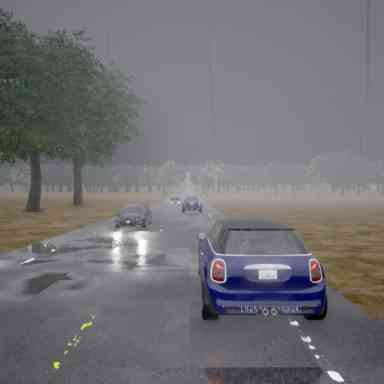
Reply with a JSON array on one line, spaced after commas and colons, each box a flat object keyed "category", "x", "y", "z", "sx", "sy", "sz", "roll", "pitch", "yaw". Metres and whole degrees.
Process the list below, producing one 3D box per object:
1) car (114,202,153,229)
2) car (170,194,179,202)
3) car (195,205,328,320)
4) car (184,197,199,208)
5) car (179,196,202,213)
[{"category": "car", "x": -3.643, "y": 1.464, "z": 21.377, "sx": 1.837, "sy": 1.490, "sz": 4.892, "roll": 0, "pitch": 0, "yaw": 0}, {"category": "car", "x": -3.649, "y": 1.298, "z": 73.037, "sx": 1.882, "sy": 1.535, "sz": 5.008, "roll": 0, "pitch": 0, "yaw": 0}, {"category": "car", "x": 1.210, "y": 1.339, "z": 7.450, "sx": 2.097, "sy": 1.767, "sz": 4.553, "roll": 0, "pitch": 0, "yaw": 0}, {"category": "car", "x": -0.053, "y": 1.462, "z": 46.363, "sx": 1.994, "sy": 1.385, "sz": 4.181, "roll": 0, "pitch": 0, "yaw": 0}, {"category": "car", "x": -0.001, "y": 1.277, "z": 36.209, "sx": 2.097, "sy": 1.767, "sz": 4.553, "roll": 0, "pitch": 0, "yaw": 0}]
